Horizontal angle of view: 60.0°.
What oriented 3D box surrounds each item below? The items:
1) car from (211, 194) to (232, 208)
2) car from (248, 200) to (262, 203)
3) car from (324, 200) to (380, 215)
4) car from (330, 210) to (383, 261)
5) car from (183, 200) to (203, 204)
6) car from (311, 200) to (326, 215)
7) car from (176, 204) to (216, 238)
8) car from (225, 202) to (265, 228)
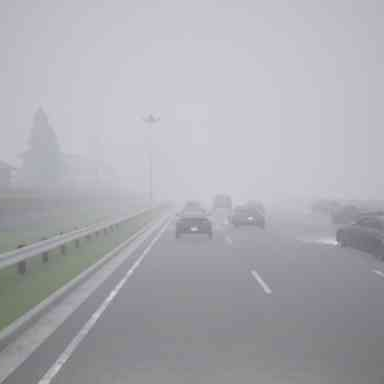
[{"bbox_3d":[3.592,1.313,40.457,2.150,2.045,5.566,0,-1,0],"label":"car"},{"bbox_3d":[7.080,1.615,38.006,1.812,1.442,4.674,0,0,0],"label":"car"},{"bbox_3d":[10.595,1.528,21.368,1.882,1.535,5.008,0,0,0],"label":"car"},{"bbox_3d":[7.097,1.593,12.415,1.994,1.385,4.181,0,0,0],"label":"car"},{"bbox_3d":[0.095,1.590,36.298,1.837,1.490,4.892,0,0,0],"label":"car"},{"bbox_3d":[14.094,1.574,35.049,2.128,1.511,4.902,0,0,0],"label":"car"},{"bbox_3d":[0.097,1.568,17.869,1.812,1.442,4.674,0,0,0],"label":"car"},{"bbox_3d":[3.595,1.617,22.492,1.994,1.385,4.181,0,0,0],"label":"car"}]
